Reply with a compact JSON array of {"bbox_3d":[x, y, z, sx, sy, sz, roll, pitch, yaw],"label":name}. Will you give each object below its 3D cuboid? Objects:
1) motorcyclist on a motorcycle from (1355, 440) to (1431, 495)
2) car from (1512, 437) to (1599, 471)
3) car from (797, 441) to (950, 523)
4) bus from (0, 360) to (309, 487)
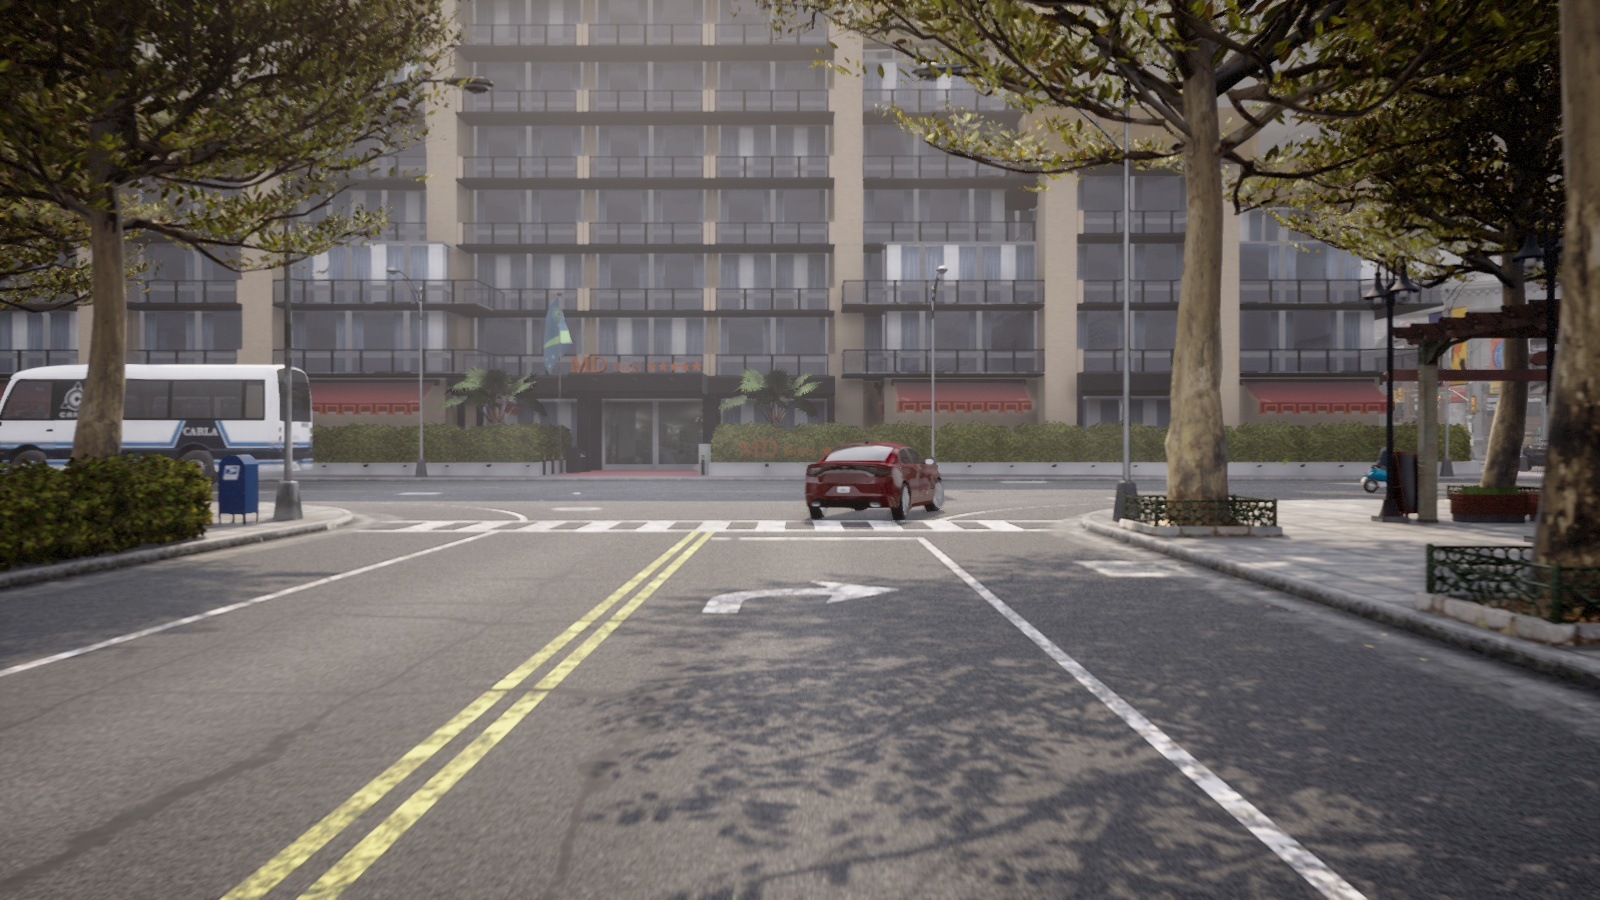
[{"bbox_3d":[17.455,0.506,36.977,1.817,1.590,0.866,0,0,0],"label":"motorcyclist on a motorcycle"},{"bbox_3d":[38.549,0.198,63.580,2.152,1.651,5.027,0,0,0],"label":"car"},{"bbox_3d":[1.638,0.579,25.905,1.882,1.535,5.008,0,0,19],"label":"car"},{"bbox_3d":[-23.128,-0.897,44.033,10.273,4.253,3.944,0,0,0],"label":"bus"}]
